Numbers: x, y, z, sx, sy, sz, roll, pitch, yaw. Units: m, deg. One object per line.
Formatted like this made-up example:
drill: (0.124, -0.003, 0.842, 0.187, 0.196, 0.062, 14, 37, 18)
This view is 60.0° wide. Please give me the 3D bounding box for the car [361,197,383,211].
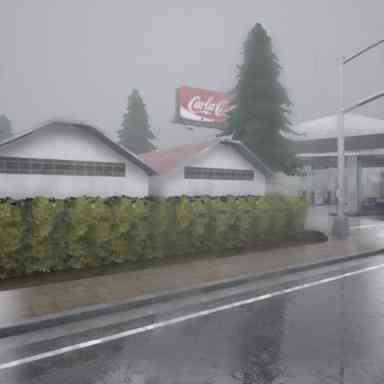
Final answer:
car: (22.222, 1.477, 40.273, 4.611, 1.667, 2.242, 0, 0, -36)
